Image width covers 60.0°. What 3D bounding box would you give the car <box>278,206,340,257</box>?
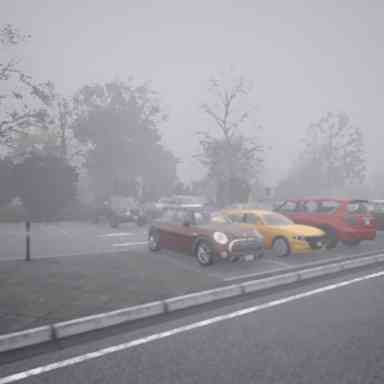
[{"bbox_3d":[2.826,1.483,13.217,2.097,1.535,5.008,1,-1,-36],"label":"car"}]

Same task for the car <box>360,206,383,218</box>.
[{"bbox_3d":[25.276,2.651,44.479,2.002,1.452,4.674,3,-2,-36],"label":"car"}]

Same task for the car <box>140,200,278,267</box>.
[{"bbox_3d":[0.357,1.314,11.455,2.185,1.767,4.553,1,-1,-36],"label":"car"}]

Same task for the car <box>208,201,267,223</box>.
[{"bbox_3d":[3.862,1.676,29.328,1.946,1.575,5.366,2,-1,-36],"label":"car"}]

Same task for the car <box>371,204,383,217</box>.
[{"bbox_3d":[27.826,2.626,46.371,2.185,1.767,4.553,3,-2,-35],"label":"car"}]

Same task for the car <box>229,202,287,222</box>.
[{"bbox_3d":[6.021,1.743,30.882,1.946,1.575,5.366,2,-1,-36],"label":"car"}]

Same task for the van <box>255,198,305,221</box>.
[{"bbox_3d":[8.470,1.597,32.273,1.878,1.987,4.442,2,-1,-36],"label":"van"}]

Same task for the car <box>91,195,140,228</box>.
[{"bbox_3d":[-5.066,1.220,22.607,2.435,2.045,5.566,1,-1,-36],"label":"car"}]

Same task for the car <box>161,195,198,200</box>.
[{"bbox_3d":[-0.648,1.304,25.818,2.435,2.045,5.566,1,-1,-36],"label":"car"}]

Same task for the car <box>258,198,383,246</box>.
[{"bbox_3d":[5.175,1.275,14.955,2.435,2.045,5.566,1,-1,-36],"label":"car"}]
